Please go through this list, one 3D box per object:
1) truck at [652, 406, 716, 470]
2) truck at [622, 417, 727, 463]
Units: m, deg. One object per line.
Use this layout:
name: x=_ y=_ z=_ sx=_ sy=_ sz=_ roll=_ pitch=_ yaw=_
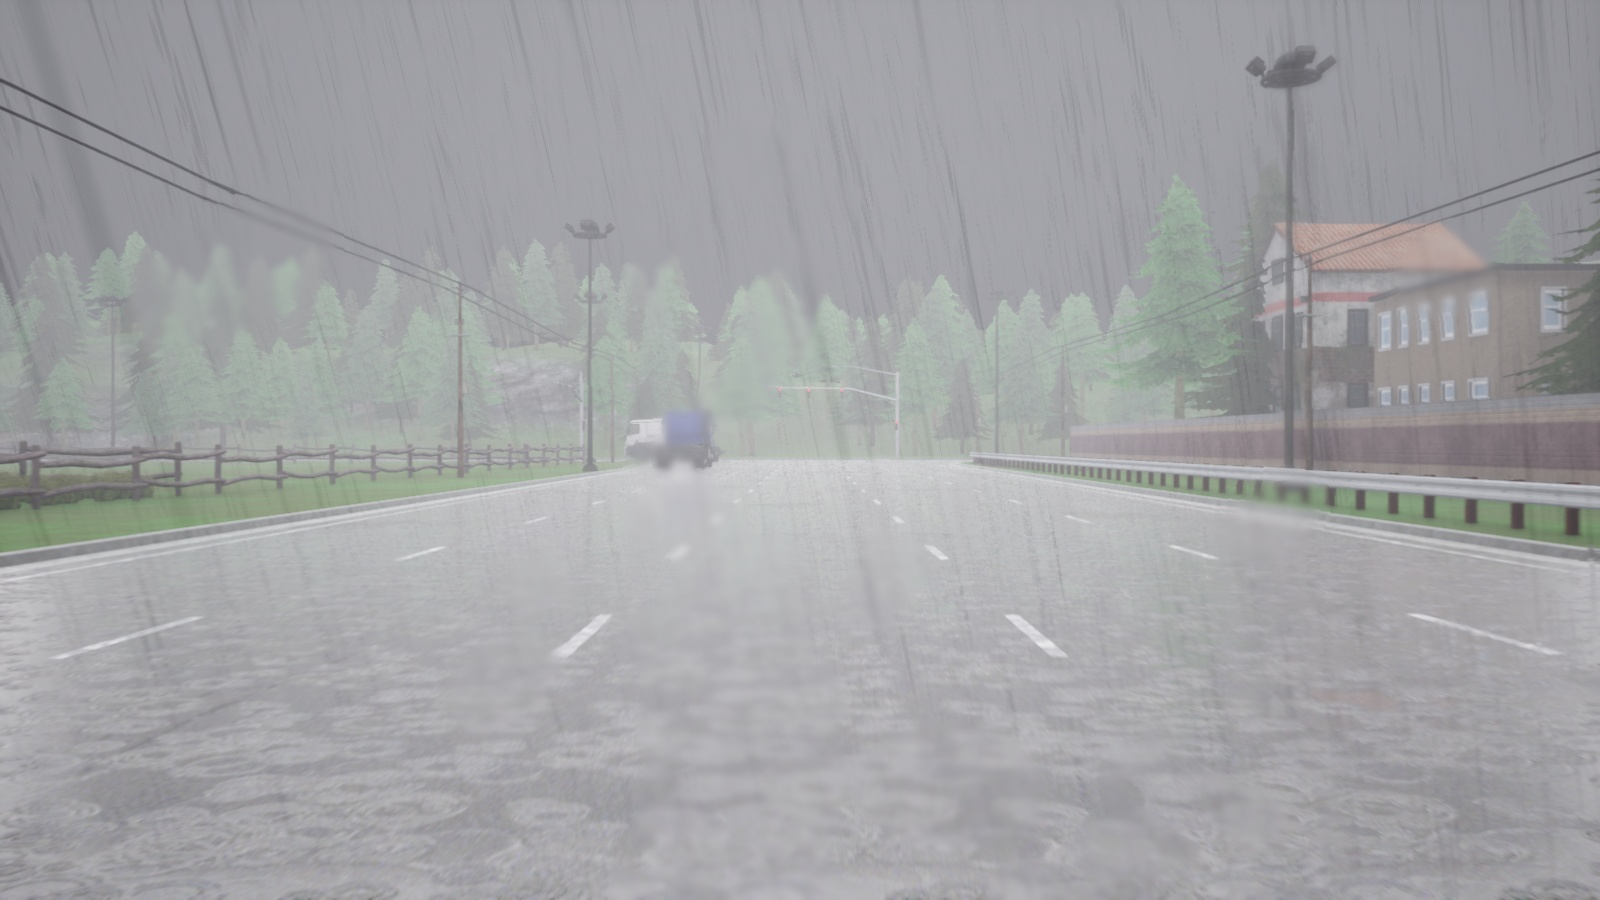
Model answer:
truck: x=-6.577 y=-0.648 z=72.110 sx=2.891 sy=3.462 sz=7.936 roll=0 pitch=0 yaw=0
truck: x=-9.835 y=-0.795 z=98.283 sx=7.936 sy=3.462 sz=2.891 roll=0 pitch=0 yaw=30
